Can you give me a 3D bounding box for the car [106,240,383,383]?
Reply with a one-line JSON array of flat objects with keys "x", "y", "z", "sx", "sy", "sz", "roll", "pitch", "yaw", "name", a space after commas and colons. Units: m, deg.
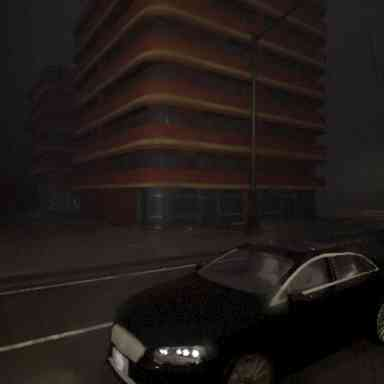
[{"x": 1.252, "y": 1.520, "z": 4.878, "sx": 4.902, "sy": 1.511, "sz": 2.128, "roll": 1, "pitch": 0, "yaw": -35, "name": "car"}]
